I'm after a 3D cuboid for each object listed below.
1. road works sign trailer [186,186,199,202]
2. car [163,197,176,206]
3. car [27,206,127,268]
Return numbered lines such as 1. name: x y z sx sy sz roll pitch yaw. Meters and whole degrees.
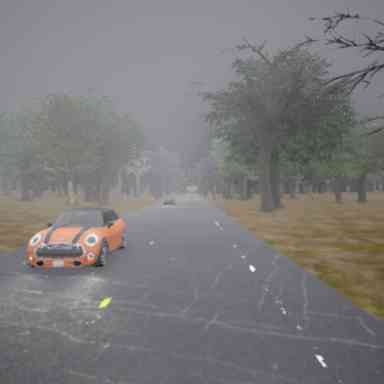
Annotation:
1. road works sign trailer: 0.001 0.371 70.196 2.380 3.560 2.880 0 0 0
2. car: -3.547 1.470 53.315 2.033 1.411 5.357 0 0 1
3. car: -3.597 1.333 11.195 2.097 1.767 4.553 0 0 0
